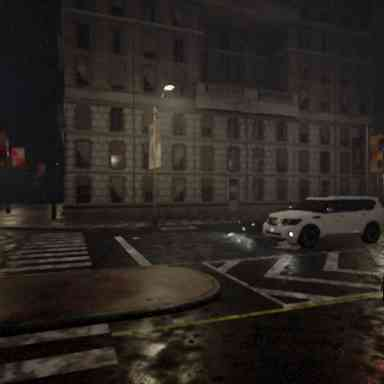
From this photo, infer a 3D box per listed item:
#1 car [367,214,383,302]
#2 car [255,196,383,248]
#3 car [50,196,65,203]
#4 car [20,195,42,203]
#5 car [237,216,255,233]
[{"bbox_3d":[5.707,1.334,5.812,4.553,1.767,2.097,0,0,-20],"label":"car"},{"bbox_3d":[5.888,1.190,14.601,5.566,2.045,2.150,0,0,-20],"label":"car"},{"bbox_3d":[-27.431,1.491,70.055,2.033,1.411,5.357,0,0,22],"label":"car"},{"bbox_3d":[-32.067,1.320,66.416,2.097,1.767,4.553,0,0,15],"label":"car"},{"bbox_3d":[5.170,1.513,18.067,5.357,1.411,2.033,0,0,-20],"label":"car"}]
